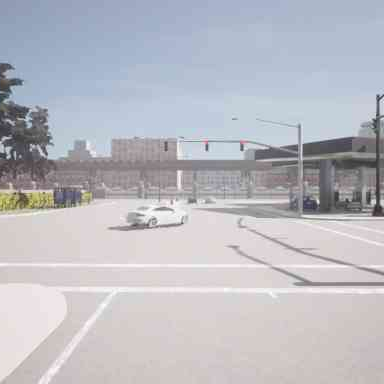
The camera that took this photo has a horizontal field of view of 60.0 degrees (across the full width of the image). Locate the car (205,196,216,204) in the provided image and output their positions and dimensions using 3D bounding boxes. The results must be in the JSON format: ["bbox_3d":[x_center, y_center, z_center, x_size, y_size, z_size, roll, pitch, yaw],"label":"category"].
[{"bbox_3d":[3.563,1.525,64.414,1.812,1.442,4.674,0,0,0],"label":"car"}]

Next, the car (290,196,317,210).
[{"bbox_3d":[13.249,1.295,39.729,2.242,1.667,4.611,0,0,0],"label":"car"}]

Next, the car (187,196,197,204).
[{"bbox_3d":[0.063,1.547,64.417,2.033,1.411,5.357,0,0,0],"label":"car"}]

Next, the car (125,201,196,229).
[{"bbox_3d":[-2.169,1.526,21.812,1.812,1.442,4.674,1,1,43],"label":"car"}]

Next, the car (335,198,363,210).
[{"bbox_3d":[18.995,1.456,40.486,1.970,1.475,3.806,0,0,0],"label":"car"}]
